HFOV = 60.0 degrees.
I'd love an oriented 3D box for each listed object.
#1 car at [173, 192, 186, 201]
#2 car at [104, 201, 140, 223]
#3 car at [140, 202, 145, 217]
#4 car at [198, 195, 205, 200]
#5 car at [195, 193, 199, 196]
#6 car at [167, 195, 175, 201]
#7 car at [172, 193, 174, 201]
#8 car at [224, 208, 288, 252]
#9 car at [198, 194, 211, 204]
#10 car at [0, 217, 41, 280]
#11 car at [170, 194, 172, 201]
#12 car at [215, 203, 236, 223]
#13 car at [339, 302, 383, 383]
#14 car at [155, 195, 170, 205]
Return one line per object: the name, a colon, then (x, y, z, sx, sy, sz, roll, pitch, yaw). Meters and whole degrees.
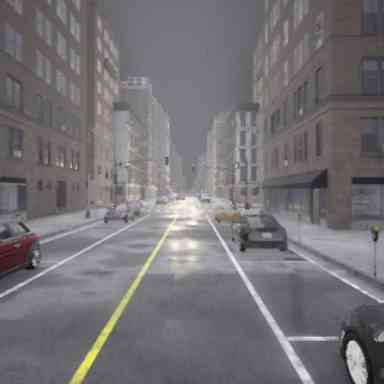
car: (-2.744, 1.294, 78.889, 2.097, 1.767, 4.553, 0, 0, 0)
car: (-5.386, 1.566, 25.109, 1.802, 1.307, 4.206, 0, 0, 0)
car: (-5.385, 1.531, 30.791, 2.008, 1.369, 4.403, 0, 0, 0)
car: (2.655, 1.476, 95.511, 2.008, 1.369, 4.403, 0, 0, 0)
car: (2.652, 1.249, 84.698, 2.192, 1.841, 5.009, 0, 0, 0)
car: (-5.408, 1.460, 84.528, 1.752, 1.417, 4.829, 0, 0, 0)
car: (-5.404, 1.379, 79.292, 1.967, 1.590, 4.097, 0, 0, 0)
car: (2.638, 1.557, 13.748, 1.947, 1.339, 4.313, 0, 0, 0)
car: (2.644, 1.502, 63.073, 2.008, 1.369, 4.403, 0, 0, 0)
car: (-5.387, 1.436, 8.064, 1.967, 1.590, 4.097, 0, 0, 0)
car: (-5.390, 1.478, 62.903, 1.752, 1.417, 4.829, 0, 0, 0)
car: (2.640, 1.509, 25.280, 1.752, 1.417, 4.829, 0, 0, 0)
car: (2.638, 1.549, 2.385, 2.008, 1.369, 4.403, 0, 0, 0)
car: (-5.385, 1.508, 57.667, 2.008, 1.369, 4.403, 0, 0, 0)
